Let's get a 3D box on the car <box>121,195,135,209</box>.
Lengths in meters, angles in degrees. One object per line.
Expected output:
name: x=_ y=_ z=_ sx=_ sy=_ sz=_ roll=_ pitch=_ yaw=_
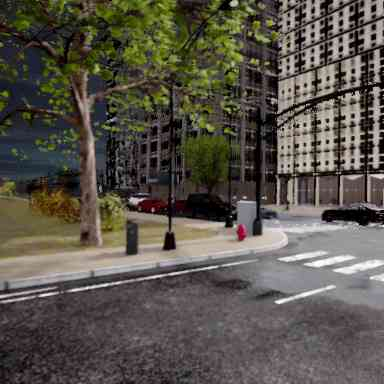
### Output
car: x=-9.699 y=1.469 z=43.504 sx=2.033 sy=1.411 sz=5.357 roll=1 pitch=-1 yaw=-34

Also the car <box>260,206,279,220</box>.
car: x=4.743 y=1.553 z=27.805 sx=2.033 sy=1.411 sz=5.357 roll=1 pitch=-1 yaw=-31

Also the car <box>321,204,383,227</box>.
car: x=11.466 y=1.561 z=23.583 sx=2.128 sy=1.511 sz=4.902 roll=1 pitch=-1 yaw=-26

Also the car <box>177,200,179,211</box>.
car: x=-0.561 y=1.518 z=35.672 sx=1.812 sy=1.442 sz=4.674 roll=1 pitch=-1 yaw=-34

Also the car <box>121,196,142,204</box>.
car: x=-11.742 y=1.612 z=64.249 sx=2.033 sy=1.411 sz=5.357 roll=1 pitch=-1 yaw=-34

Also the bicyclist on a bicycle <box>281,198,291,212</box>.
bicyclist on a bicycle: x=10.817 y=1.486 z=38.193 sx=1.656 sy=1.620 sz=0.582 roll=1 pitch=0 yaw=-34

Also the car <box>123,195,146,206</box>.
car: x=-9.538 y=1.374 z=55.204 sx=2.097 sy=1.767 sz=4.553 roll=1 pitch=-1 yaw=-33

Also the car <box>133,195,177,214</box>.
car: x=-3.983 y=1.413 z=34.944 sx=1.882 sy=1.535 sz=5.008 roll=1 pitch=-1 yaw=-34

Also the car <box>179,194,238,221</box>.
car: x=1.581 y=1.170 z=26.632 sx=2.150 sy=2.045 sz=5.566 roll=1 pitch=-1 yaw=-34

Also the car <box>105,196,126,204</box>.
car: x=-14.442 y=1.500 z=62.443 sx=2.128 sy=1.511 sz=4.902 roll=1 pitch=-1 yaw=-34

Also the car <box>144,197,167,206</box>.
car: x=-6.180 y=1.605 z=55.936 sx=1.812 sy=1.442 sz=4.674 roll=1 pitch=-1 yaw=-34

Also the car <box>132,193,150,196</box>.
car: x=-6.500 y=1.199 z=44.573 sx=2.150 sy=2.045 sz=5.566 roll=1 pitch=0 yaw=-33
